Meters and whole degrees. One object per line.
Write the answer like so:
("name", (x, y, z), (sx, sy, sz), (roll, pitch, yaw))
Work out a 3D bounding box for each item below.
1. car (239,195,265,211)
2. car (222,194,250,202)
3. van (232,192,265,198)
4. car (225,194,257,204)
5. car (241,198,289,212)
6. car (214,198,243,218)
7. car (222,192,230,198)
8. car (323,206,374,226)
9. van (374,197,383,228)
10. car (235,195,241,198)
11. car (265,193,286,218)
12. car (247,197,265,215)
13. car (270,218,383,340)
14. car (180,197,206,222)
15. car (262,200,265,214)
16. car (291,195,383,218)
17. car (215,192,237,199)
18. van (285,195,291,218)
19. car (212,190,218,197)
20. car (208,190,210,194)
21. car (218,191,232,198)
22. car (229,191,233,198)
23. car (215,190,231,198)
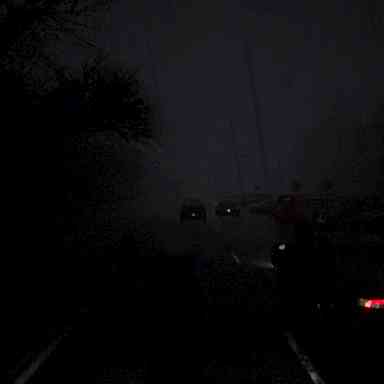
("car", (7.895, 1.399, 34.042), (5.366, 1.575, 1.946), (1, 1, -20))
("car", (8.061, 1.084, 60.966), (4.674, 1.452, 2.002), (0, 1, -20))
("van", (7.962, 1.088, 43.012), (4.442, 1.987, 1.878), (0, 1, -20))
("car", (8.092, 1.165, 55.014), (4.792, 1.488, 2.163), (0, 1, -20))
("car", (8.093, 1.411, 37.111), (4.792, 1.488, 2.163), (1, 0, -20))
("car", (3.098, 1.506, 30.071), (1.994, 1.385, 4.181), (0, 0, 0))
("car", (7.892, 1.179, 51.952), (5.366, 1.575, 1.946), (0, 1, -20))
("car", (8.063, 1.475, 13.221), (4.892, 1.521, 2.231), (1, 0, -20))
("van", (8.181, 1.253, 10.281), (4.442, 1.987, 1.878), (1, 0, -20))
("car", (8.062, 1.388, 40.083), (4.674, 1.452, 2.002), (1, 0, -20))
("car", (8.098, 1.211, 22.186), (5.566, 2.045, 2.435), (1, 0, -20))
("car", (8.040, 1.455, 31.115), (4.792, 1.488, 2.163), (1, 1, -20))
("car", (3.099, 1.539, 6.935), (2.033, 1.411, 5.357), (0, 0, 0))
("car", (0.097, 1.438, 25.800), (1.882, 1.535, 5.008), (0, 0, 0))
("car", (8.064, 1.492, 25.158), (4.674, 1.452, 2.002), (1, 0, -20))
("car", (8.047, 1.218, 16.189), (5.566, 2.045, 2.435), (1, 0, -20))
("car", (8.058, 0.828, 78.856), (4.892, 1.521, 2.231), (1, 0, -20))
("van", (7.963, 1.239, 19.143), (4.442, 1.987, 1.878), (1, 0, -20))
("car", (8.094, 0.638, 72.904), (5.566, 2.045, 2.435), (1, 0, -20))
("car", (7.891, 0.711, 90.718), (5.366, 1.575, 1.946), (1, 1, -20))
("car", (7.893, 1.083, 57.917), (5.366, 1.575, 1.946), (0, 1, -20))
("car", (8.039, 1.148, 46.041), (4.553, 1.767, 2.185), (0, 1, -20))
("car", (8.075, 0.926, 69.905), (4.892, 1.521, 2.231), (1, 1, -20))
